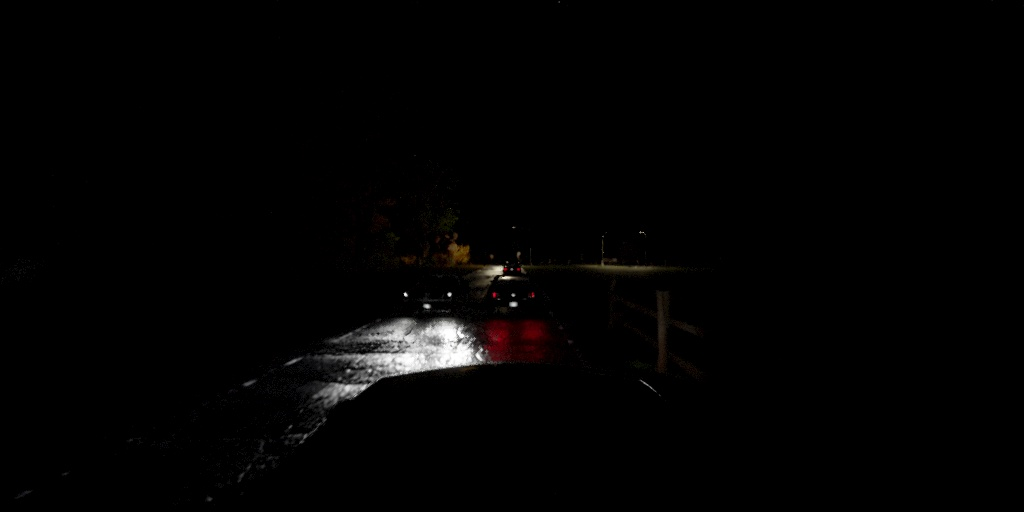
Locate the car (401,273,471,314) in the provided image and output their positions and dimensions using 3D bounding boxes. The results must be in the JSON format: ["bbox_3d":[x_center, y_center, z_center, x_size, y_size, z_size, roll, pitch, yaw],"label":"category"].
[{"bbox_3d":[-2.788,1.347,13.997,1.895,1.301,4.718,0,0,0],"label":"car"}]

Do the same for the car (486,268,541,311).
[{"bbox_3d":[0.053,1.346,14.325,1.895,1.301,4.718,0,0,0],"label":"car"}]

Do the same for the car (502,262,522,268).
[{"bbox_3d":[-0.007,1.286,35.278,2.033,1.411,5.357,0,0,0],"label":"car"}]
